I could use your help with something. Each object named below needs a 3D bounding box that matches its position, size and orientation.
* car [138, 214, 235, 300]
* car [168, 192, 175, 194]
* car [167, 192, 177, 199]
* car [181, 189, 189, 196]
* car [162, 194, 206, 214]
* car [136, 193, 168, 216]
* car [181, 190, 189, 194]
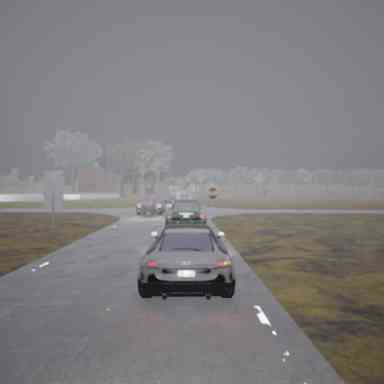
[{"bbox_3d":[-0.109,1.478,8.226,1.994,1.385,4.181,0,1,0],"label":"car"},{"bbox_3d":[-3.859,1.036,48.411,1.994,1.385,4.181,0,1,-1],"label":"car"},{"bbox_3d":[-4.265,0.689,70.720,1.882,1.535,5.008,0,1,-1],"label":"car"},{"bbox_3d":[-1.920,0.160,90.007,2.097,1.767,4.553,0,1,-1],"label":"car"},{"bbox_3d":[-0.355,1.162,18.185,2.097,1.767,4.553,0,1,-2],"label":"car"},{"bbox_3d":[-3.473,1.032,28.489,2.097,1.767,4.553,0,2,-1],"label":"car"},{"bbox_3d":[-1.709,0.641,80.004,1.994,1.385,4.181,0,1,-1],"label":"car"}]
